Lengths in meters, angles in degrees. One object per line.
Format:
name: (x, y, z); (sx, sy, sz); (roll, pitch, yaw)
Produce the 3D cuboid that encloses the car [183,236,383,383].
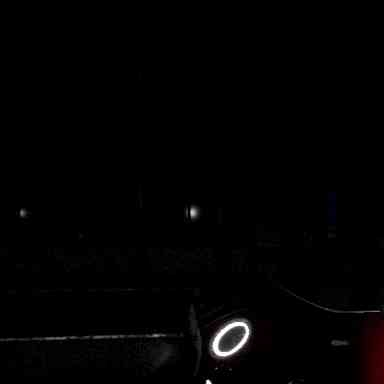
car: (2.171, 1.352, 3.980); (4.553, 1.767, 2.097); (0, 0, -4)
